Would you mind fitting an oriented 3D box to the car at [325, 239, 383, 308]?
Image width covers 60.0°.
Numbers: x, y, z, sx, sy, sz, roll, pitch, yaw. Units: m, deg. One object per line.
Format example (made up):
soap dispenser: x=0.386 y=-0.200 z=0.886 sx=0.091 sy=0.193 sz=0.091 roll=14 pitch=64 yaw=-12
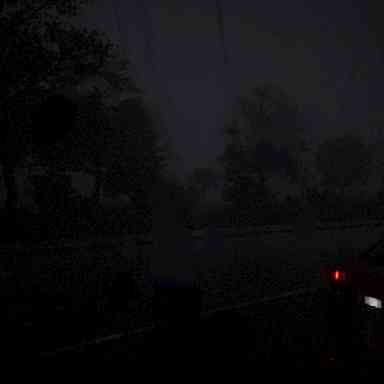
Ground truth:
car: x=5.022 y=1.597 z=6.819 sx=4.718 sy=1.301 sz=1.895 roll=0 pitch=0 yaw=-30
